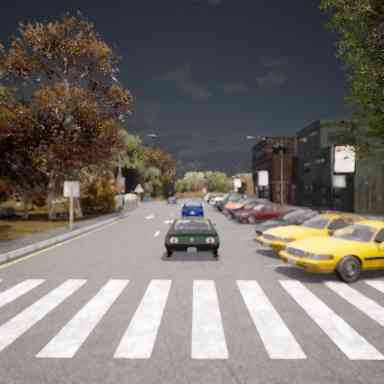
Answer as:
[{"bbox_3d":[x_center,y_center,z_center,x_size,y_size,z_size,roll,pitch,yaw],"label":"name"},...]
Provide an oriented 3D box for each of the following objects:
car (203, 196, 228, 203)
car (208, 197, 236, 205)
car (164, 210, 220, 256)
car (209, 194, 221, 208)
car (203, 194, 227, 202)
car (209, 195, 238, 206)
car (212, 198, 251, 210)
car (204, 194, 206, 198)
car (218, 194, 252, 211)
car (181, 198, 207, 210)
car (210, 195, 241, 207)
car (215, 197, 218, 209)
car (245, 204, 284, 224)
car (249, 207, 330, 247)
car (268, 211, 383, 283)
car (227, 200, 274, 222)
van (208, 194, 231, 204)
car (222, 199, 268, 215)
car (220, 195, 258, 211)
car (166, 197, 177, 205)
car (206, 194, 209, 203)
[{"bbox_3d":[5.426,1.685,75.667,5.366,1.575,1.946,1,0,-20],"label":"car"},{"bbox_3d":[5.545,1.662,60.711,4.674,1.452,2.002,1,0,-20],"label":"car"},{"bbox_3d":[0.024,1.629,13.207,1.895,1.301,4.718,0,0,1],"label":"car"},{"bbox_3d":[5.409,1.298,39.672,5.566,2.045,2.435,1,0,-20],"label":"car"},{"bbox_3d":[5.634,1.467,81.761,5.566,2.045,2.435,1,-1,-20],"label":"car"},{"bbox_3d":[5.496,1.483,57.703,4.553,1.767,2.185,1,-1,-20],"label":"car"},{"bbox_3d":[5.428,1.595,45.686,4.792,1.488,2.163,1,0,-20],"label":"car"},{"bbox_3d":[5.564,1.649,66.723,5.008,1.535,2.097,1,-1,-20],"label":"car"},{"bbox_3d":[5.418,1.411,33.697,4.553,1.767,2.185,1,0,-20],"label":"car"},{"bbox_3d":[0.080,1.520,29.196,1.882,1.535,5.008,0,0,1],"label":"car"},{"bbox_3d":[5.479,1.471,54.702,4.553,1.767,2.185,1,-1,-20],"label":"car"},{"bbox_3d":[5.398,1.582,36.693,4.674,1.452,2.002,1,0,-20],"label":"car"},{"bbox_3d":[5.323,1.516,15.683,4.892,1.521,2.231,1,0,-20],"label":"car"},{"bbox_3d":[5.137,1.507,12.619,5.366,1.575,1.946,1,0,-20],"label":"car"},{"bbox_3d":[5.134,1.505,9.618,5.366,1.575,1.946,1,0,-20],"label":"car"},{"bbox_3d":[5.344,1.563,24.684,4.674,1.452,2.002,1,0,-20],"label":"car"},{"bbox_3d":[5.695,1.439,69.769,4.442,1.987,1.878,1,-1,-20],"label":"van"},{"bbox_3d":[5.327,1.556,27.676,4.792,1.488,2.163,1,0,-20],"label":"car"},{"bbox_3d":[5.402,1.406,30.696,4.553,1.767,2.185,1,0,-20],"label":"car"},{"bbox_3d":[-3.873,1.678,64.475,1.812,1.442,4.674,0,0,1],"label":"car"},{"bbox_3d":[5.452,1.324,48.689,5.566,2.045,2.435,1,0,-20],"label":"car"}]
